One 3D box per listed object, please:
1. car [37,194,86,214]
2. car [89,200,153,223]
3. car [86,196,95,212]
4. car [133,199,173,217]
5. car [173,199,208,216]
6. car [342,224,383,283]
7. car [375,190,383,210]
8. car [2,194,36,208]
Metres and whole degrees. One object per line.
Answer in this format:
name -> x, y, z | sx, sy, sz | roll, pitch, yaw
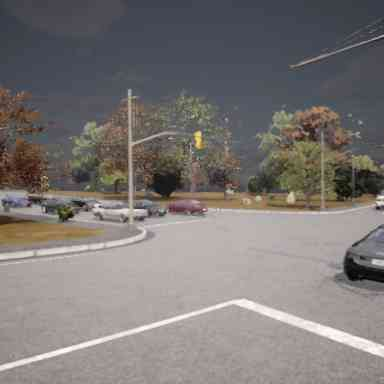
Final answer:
car -> -12.260, 1.275, 31.020 | 4.892, 1.490, 1.837 | 2, 2, 42
car -> -5.414, 1.504, 24.965 | 4.718, 1.301, 1.895 | 1, 1, 42
car -> -11.283, 1.174, 34.827 | 4.902, 1.511, 2.128 | 2, 2, 41
car -> -4.213, 1.349, 28.573 | 4.892, 1.490, 1.837 | 1, 1, 41
car -> -0.640, 1.334, 30.364 | 4.674, 1.442, 1.812 | 1, 1, 42
car -> 5.683, 1.493, 8.626 | 4.181, 1.385, 1.994 | -1, 1, -40
car -> 20.774, 0.782, 34.676 | 2.150, 2.045, 5.566 | 0, 1, 39
car -> -19.972, 0.980, 37.846 | 4.674, 1.442, 1.812 | 3, 3, 41
